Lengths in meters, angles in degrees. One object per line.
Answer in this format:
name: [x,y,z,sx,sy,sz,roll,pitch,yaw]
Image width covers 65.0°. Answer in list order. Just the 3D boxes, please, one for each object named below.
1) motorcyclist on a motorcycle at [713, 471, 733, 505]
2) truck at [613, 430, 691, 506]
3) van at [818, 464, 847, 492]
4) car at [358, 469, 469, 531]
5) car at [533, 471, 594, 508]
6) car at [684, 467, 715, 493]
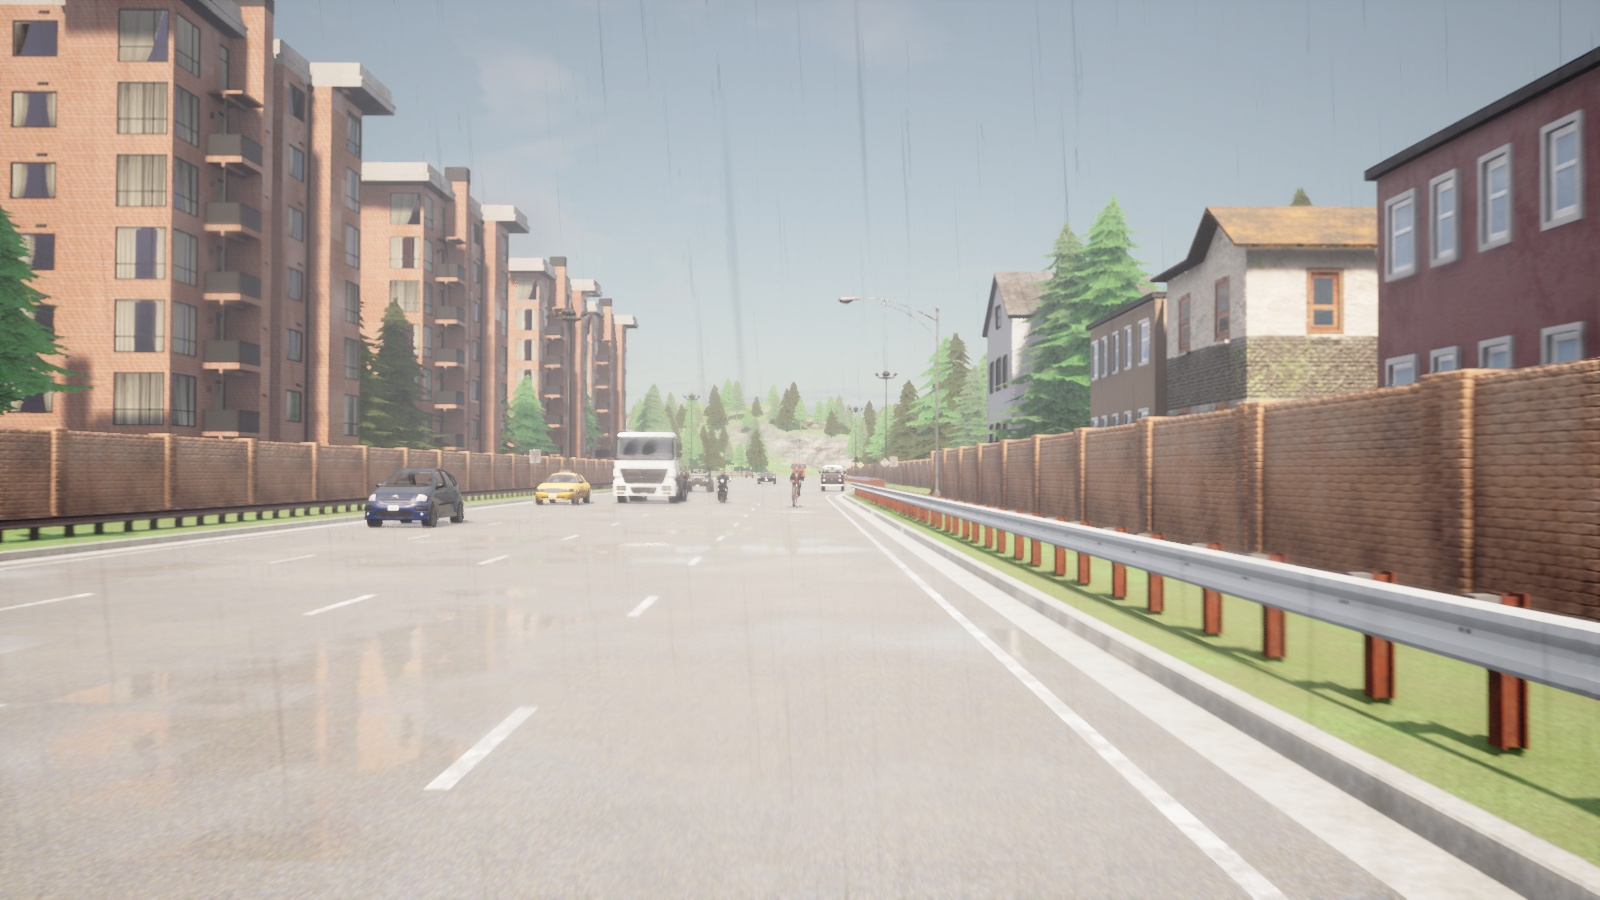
motorcyclist on a motorcycle: [-3.645,1.779,59.580,0.866,1.590,1.817,0,-1,0]
truck: [-7.154,0.891,61.599,2.891,3.462,7.936,0,-1,0]
van: [2.532,2.148,96.903,2.069,2.038,4.480,0,-1,3]
car: [-10.585,1.335,34.706,1.851,1.617,3.988,0,-1,0]
car: [-10.638,1.747,56.852,1.801,1.575,5.366,0,-1,0]
car: [-7.219,2.150,90.410,1.905,1.878,3.866,0,-1,0]
